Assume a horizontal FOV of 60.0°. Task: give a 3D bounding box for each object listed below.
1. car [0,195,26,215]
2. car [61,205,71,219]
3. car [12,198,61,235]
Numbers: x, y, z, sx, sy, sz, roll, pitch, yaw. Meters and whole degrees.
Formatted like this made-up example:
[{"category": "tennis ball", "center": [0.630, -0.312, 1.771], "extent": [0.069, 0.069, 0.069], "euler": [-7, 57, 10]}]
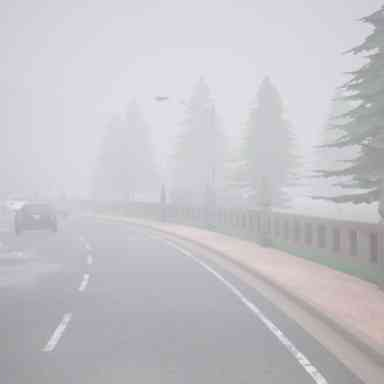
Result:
[{"category": "car", "center": [-20.167, 1.390, 36.479], "extent": [5.566, 2.045, 2.150], "euler": [0, 0, 35]}, {"category": "car", "center": [-12.811, 1.738, 29.904], "extent": [4.718, 1.301, 1.895], "euler": [0, 0, 44]}, {"category": "car", "center": [-9.443, 1.444, 19.928], "extent": [2.097, 1.767, 4.553], "euler": [0, 0, -29]}]
